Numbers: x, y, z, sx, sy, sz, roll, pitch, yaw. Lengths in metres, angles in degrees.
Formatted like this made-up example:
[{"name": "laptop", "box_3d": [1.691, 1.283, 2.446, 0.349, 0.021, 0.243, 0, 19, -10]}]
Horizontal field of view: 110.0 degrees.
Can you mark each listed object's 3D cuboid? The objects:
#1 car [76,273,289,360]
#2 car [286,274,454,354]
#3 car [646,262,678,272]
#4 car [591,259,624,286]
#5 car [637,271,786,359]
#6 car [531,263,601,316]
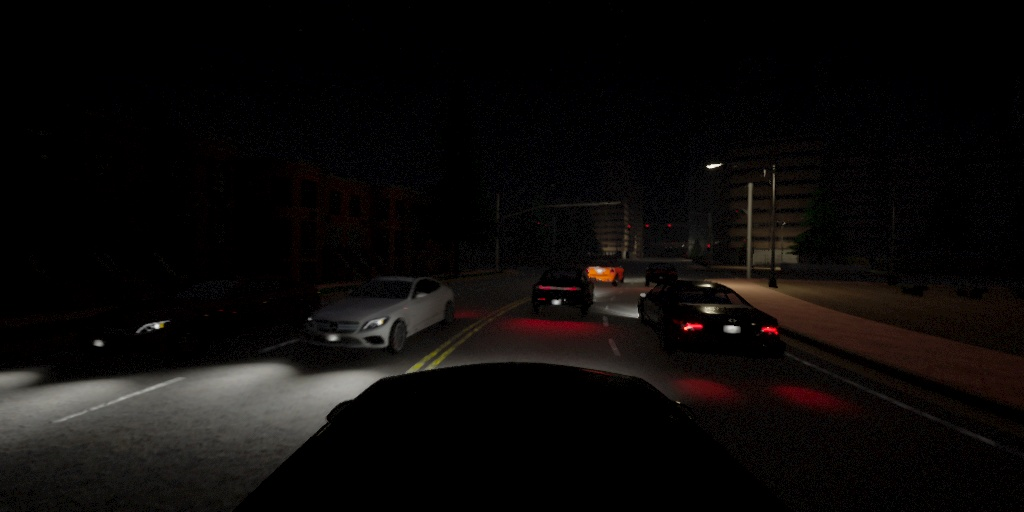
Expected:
[{"name": "car", "box_3d": [-6.417, 1.141, 8.177, 1.812, 1.442, 4.674, 1, 0, 9]}, {"name": "car", "box_3d": [-2.816, 1.185, 8.743, 1.812, 1.442, 4.674, 1, 0, 10]}, {"name": "car", "box_3d": [10.129, 1.193, 24.276, 1.882, 1.535, 5.008, 1, 0, 24]}, {"name": "car", "box_3d": [6.460, 1.014, 24.823, 2.097, 1.767, 4.553, 1, 1, 24]}, {"name": "car", "box_3d": [4.302, 1.302, 8.653, 2.033, 1.411, 5.357, 1, 0, 12]}, {"name": "car", "box_3d": [1.993, 1.181, 13.169, 2.128, 1.511, 4.902, 1, 0, 16]}]
